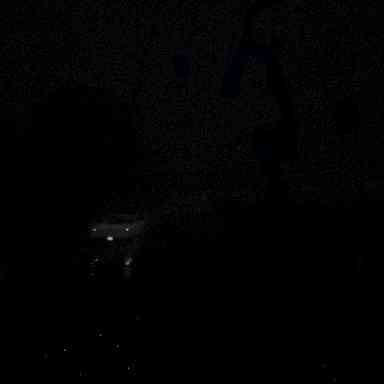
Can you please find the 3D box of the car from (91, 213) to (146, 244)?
[{"bbox_3d":[-3.594,1.781,16.878,1.895,1.301,4.718,0,-1,0],"label":"car"}]

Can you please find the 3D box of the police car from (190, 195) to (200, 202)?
[{"bbox_3d":[1.080,1.909,89.028,1.930,1.638,5.238,0,0,0],"label":"police car"}]

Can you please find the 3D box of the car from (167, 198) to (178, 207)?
[{"bbox_3d":[-3.521,1.913,60.210,1.837,1.490,4.892,0,0,1],"label":"car"}]
